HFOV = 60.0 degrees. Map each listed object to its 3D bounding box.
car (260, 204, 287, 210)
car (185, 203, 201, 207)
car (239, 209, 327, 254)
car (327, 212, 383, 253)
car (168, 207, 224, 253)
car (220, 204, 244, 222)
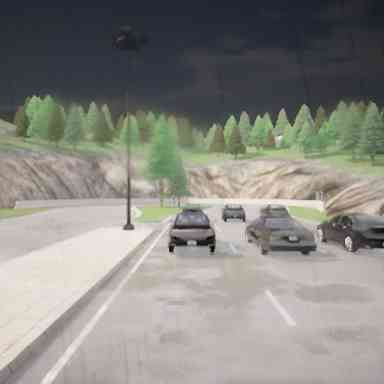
[{"bbox_3d":[7.089,1.762,29.055,2.128,1.511,4.902,0,0,2],"label":"car"},{"bbox_3d":[0.092,1.778,29.245,1.837,1.490,4.892,0,0,2],"label":"car"},{"bbox_3d":[3.499,1.677,13.991,2.033,1.411,5.357,0,0,0],"label":"car"},{"bbox_3d":[7.003,1.641,14.308,1.837,1.490,4.892,0,0,0],"label":"car"},{"bbox_3d":[0.003,1.625,14.302,2.128,1.511,4.902,0,0,0],"label":"car"},{"bbox_3d":[3.591,1.762,29.156,2.128,1.511,4.902,0,0,2],"label":"car"}]
